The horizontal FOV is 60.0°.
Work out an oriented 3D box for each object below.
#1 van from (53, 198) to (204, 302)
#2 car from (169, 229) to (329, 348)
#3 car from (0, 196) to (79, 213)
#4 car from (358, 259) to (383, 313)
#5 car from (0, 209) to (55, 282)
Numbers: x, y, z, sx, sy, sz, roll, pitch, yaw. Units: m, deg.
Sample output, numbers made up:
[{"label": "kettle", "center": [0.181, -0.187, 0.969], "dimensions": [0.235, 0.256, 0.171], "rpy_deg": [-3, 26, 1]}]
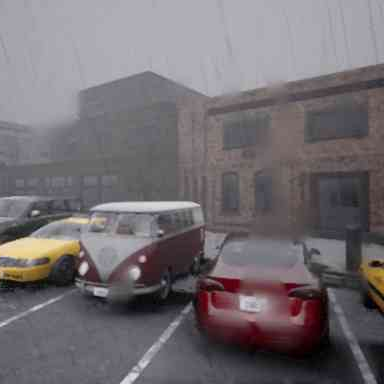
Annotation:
[{"label": "van", "center": [-1.007, 1.218, 8.037], "dimensions": [1.878, 1.987, 4.442], "rpy_deg": [1, 0, 15]}, {"label": "car", "center": [1.411, 1.497, 6.477], "dimensions": [2.163, 1.488, 4.792], "rpy_deg": [0, -1, 15]}, {"label": "car", "center": [-5.773, 1.152, 11.526], "dimensions": [2.435, 2.045, 5.566], "rpy_deg": [1, -1, 15]}, {"label": "car", "center": [3.845, 1.487, 4.923], "dimensions": [1.946, 1.575, 5.366], "rpy_deg": [0, 0, 15]}, {"label": "car", "center": [-3.424, 1.418, 9.672], "dimensions": [1.946, 1.575, 5.366], "rpy_deg": [1, 0, 15]}]
